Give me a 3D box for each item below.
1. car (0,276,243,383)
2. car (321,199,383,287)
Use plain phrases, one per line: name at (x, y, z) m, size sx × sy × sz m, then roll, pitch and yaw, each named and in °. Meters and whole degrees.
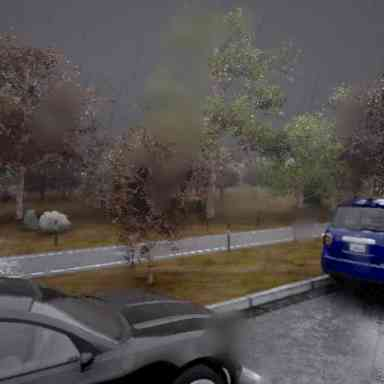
car at (-1.818, 1.499, 2.758) m, size 5.008 × 1.535 × 2.097 m, roll 0°, pitch 0°, yaw -33°
car at (5.473, 1.176, 7.952) m, size 5.566 × 2.045 × 2.435 m, roll 0°, pitch 0°, yaw -33°
